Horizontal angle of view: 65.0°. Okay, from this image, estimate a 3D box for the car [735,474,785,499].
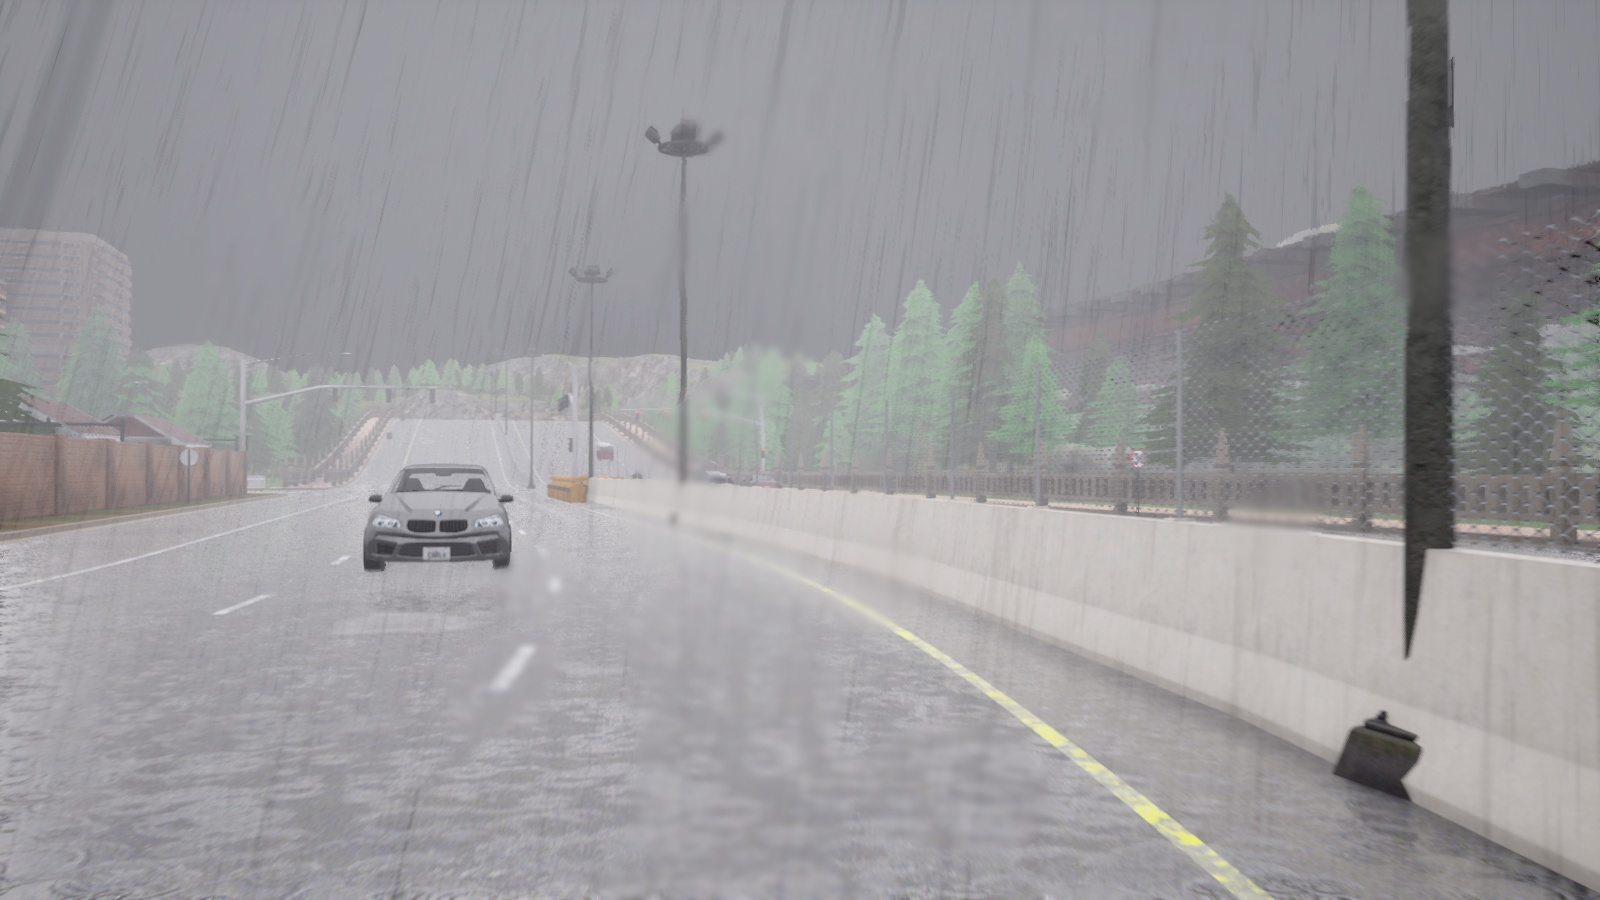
[{"bbox_3d":[-2.410,2.129,74.062,1.994,1.385,4.181,0,-1,-15],"label":"car"}]

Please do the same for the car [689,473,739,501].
[{"bbox_3d":[-4.801,2.005,69.587,1.837,1.490,4.892,0,-1,-15],"label":"car"}]

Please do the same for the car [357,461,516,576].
[{"bbox_3d":[-5.854,1.029,20.643,2.242,1.667,4.611,0,-1,-14],"label":"car"}]
